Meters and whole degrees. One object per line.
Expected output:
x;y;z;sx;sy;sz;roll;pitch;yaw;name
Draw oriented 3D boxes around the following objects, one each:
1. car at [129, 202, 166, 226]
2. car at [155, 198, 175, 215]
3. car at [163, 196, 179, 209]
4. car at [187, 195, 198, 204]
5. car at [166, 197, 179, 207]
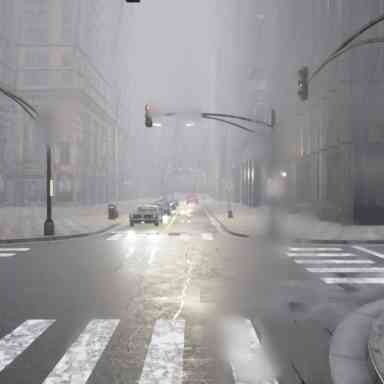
-3.108;1.601;23.227;1.895;1.301;4.718;0;0;0;car
-3.105;1.564;33.170;1.994;1.385;4.181;0;0;0;car
-3.111;1.354;43.171;2.097;1.767;4.553;0;0;0;car
0.077;1.362;64.261;2.097;1.767;4.553;0;0;0;car
-3.071;1.531;53.213;1.812;1.442;4.674;0;0;0;car
